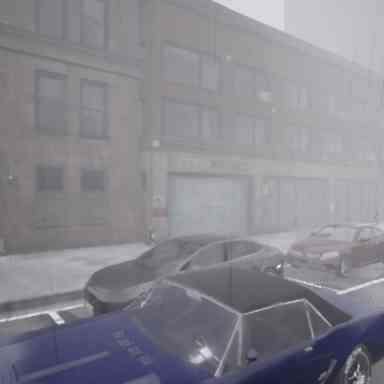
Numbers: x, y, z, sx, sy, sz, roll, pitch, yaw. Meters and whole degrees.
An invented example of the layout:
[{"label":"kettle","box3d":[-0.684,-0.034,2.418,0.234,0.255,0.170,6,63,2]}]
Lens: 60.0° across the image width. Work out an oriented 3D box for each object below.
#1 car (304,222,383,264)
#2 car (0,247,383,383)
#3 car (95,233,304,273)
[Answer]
[{"label":"car","box3d":[4.682,1.608,10.105,4.206,1.307,1.802,0,0,-36]},{"label":"car","box3d":[0.127,1.606,3.466,4.718,1.301,1.895,0,0,-35]},{"label":"car","box3d":[0.068,1.576,6.813,4.313,1.339,1.947,0,0,-36]}]
